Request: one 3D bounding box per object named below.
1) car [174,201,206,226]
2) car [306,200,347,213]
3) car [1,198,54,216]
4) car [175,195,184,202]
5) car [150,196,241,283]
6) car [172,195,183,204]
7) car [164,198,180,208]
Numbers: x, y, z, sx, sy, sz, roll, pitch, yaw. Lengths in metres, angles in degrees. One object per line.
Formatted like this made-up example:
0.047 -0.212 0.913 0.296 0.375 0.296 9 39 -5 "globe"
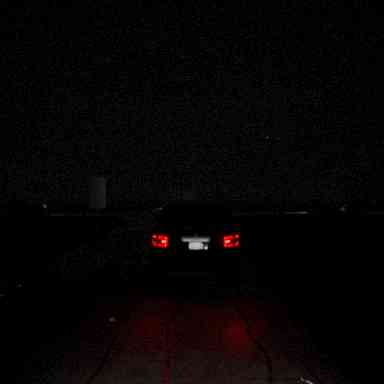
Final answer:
-0.254 1.467 24.148 1.882 1.535 5.008 0 0 -5 "car"
14.551 1.530 36.119 4.181 1.385 1.994 0 -1 -1 "car"
-16.203 1.406 32.960 4.553 1.767 2.097 0 -1 -1 "car"
-2.907 1.537 77.738 2.033 1.411 5.357 0 0 0 "car"
0.075 1.219 9.761 2.150 2.045 5.566 0 0 0 "car"
-2.898 1.475 66.601 1.882 1.535 5.008 0 0 0 "car"
-2.936 1.556 49.632 1.994 1.385 4.181 0 0 0 "car"
